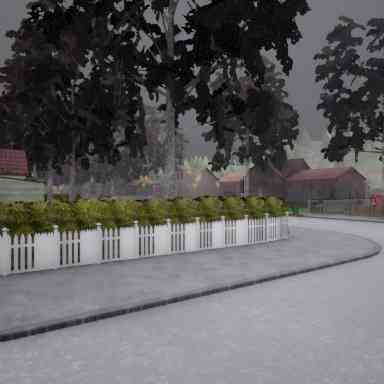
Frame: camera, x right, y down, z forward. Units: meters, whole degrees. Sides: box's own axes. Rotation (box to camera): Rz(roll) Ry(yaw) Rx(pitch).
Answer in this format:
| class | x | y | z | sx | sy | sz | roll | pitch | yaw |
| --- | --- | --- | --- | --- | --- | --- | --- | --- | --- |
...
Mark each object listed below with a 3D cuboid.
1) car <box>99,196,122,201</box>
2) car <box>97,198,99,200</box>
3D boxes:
| class | x | y | z | sx | sy | sz | roll | pitch | yaw |
| --- | --- | --- | --- | --- | --- | --- | --- | --- | --- |
| car | -11.636 | 1.352 | 49.370 | 2.097 | 1.767 | 4.553 | 0 | 0 | -35 |
| car | -17.268 | 1.564 | 64.447 | 1.994 | 1.385 | 4.181 | 0 | 0 | -36 |
